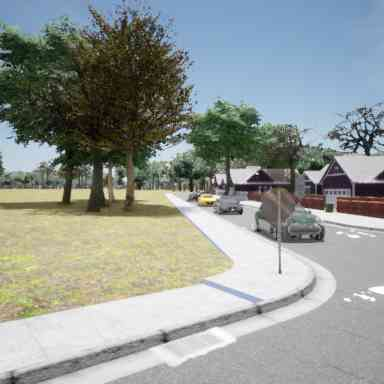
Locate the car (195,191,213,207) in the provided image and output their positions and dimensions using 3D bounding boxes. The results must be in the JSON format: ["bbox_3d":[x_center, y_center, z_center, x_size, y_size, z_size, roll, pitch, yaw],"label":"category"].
[{"bbox_3d":[1.897,1.014,41.451,1.882,1.535,5.008,-1,1,-6],"label":"car"}]

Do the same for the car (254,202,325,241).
[{"bbox_3d":[4.501,1.228,15.977,2.097,1.767,4.553,-1,1,-5],"label":"car"}]

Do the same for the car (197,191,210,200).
[{"bbox_3d":[2.222,0.663,65.706,1.837,1.490,4.892,-1,1,-6],"label":"car"}]

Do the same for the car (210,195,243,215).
[{"bbox_3d":[3.163,1.261,29.389,1.994,1.385,4.181,-1,1,-6],"label":"car"}]

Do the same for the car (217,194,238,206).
[{"bbox_3d":[4.617,1.044,43.797,1.994,1.385,4.181,-1,1,-6],"label":"car"}]

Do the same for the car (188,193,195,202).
[{"bbox_3d":[0.370,0.884,56.705,1.994,1.385,4.181,-1,1,-5],"label":"car"}]
